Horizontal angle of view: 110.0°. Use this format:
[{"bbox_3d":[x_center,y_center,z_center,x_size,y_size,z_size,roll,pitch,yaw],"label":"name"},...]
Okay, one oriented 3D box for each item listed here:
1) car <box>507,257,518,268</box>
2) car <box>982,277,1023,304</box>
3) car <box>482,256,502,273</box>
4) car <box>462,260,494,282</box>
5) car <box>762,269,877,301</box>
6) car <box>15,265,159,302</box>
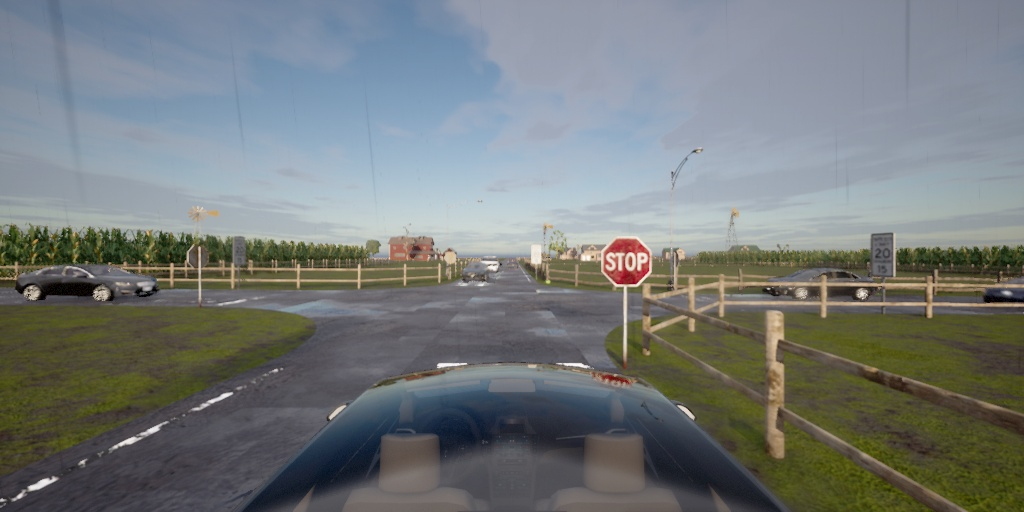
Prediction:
[{"bbox_3d":[0.158,1.335,62.344,2.128,1.511,4.902,0,0,0],"label":"car"},{"bbox_3d":[22.768,1.543,15.028,4.181,1.385,1.994,1,0,1],"label":"car"},{"bbox_3d":[-2.738,1.038,44.217,2.150,2.045,5.566,0,0,0],"label":"car"},{"bbox_3d":[-2.906,1.298,29.658,1.837,1.490,4.892,0,0,3],"label":"car"},{"bbox_3d":[15.386,1.415,18.070,4.892,1.490,1.837,0,0,1],"label":"car"},{"bbox_3d":[-18.212,1.135,15.530,4.902,1.511,2.128,0,0,1],"label":"car"}]
